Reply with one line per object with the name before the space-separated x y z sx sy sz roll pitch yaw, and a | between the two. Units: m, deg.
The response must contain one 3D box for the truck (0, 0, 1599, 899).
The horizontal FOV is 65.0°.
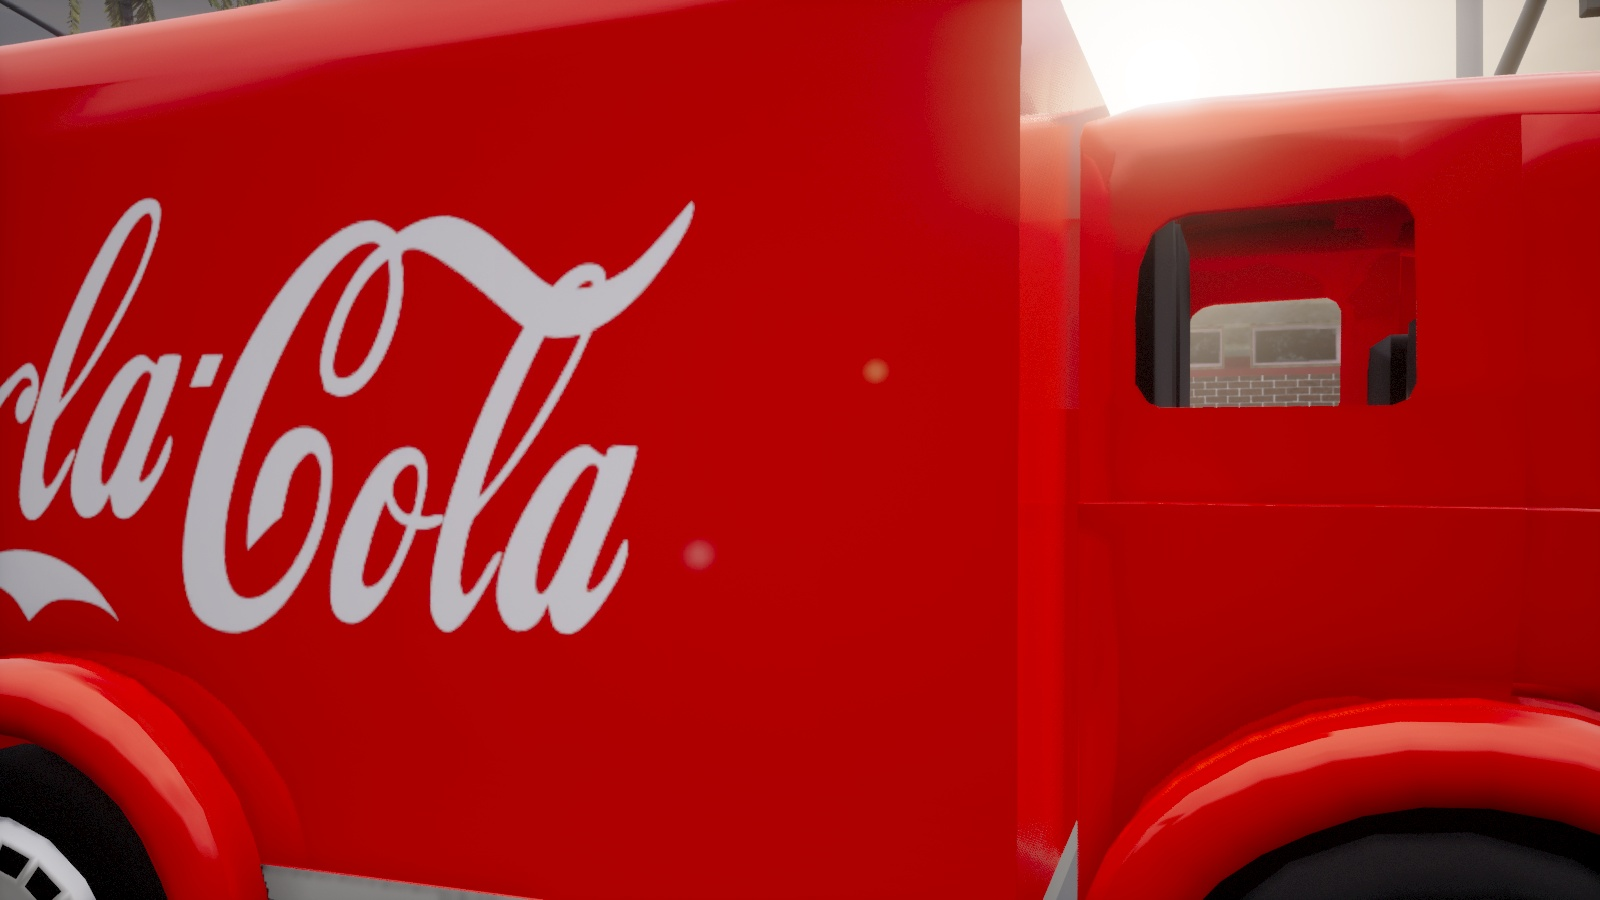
truck | -0.068 0.283 3.233 5.204 2.467 2.627 1 1 20
